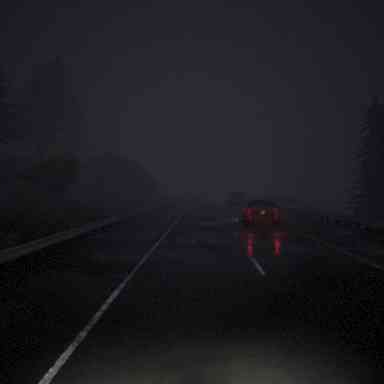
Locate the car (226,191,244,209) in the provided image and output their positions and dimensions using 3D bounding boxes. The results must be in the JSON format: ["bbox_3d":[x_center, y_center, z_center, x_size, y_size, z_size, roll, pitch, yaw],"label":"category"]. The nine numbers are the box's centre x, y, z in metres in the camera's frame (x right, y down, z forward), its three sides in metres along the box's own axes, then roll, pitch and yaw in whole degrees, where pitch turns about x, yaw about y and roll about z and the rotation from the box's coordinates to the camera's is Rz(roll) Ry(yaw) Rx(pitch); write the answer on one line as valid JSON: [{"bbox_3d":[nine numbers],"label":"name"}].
[{"bbox_3d":[5.352,0.920,40.318,2.150,2.045,5.566,0,1,5],"label":"car"}]

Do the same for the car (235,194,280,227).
[{"bbox_3d":[4.210,1.191,21.472,2.097,1.767,4.553,0,0,2],"label":"car"}]
